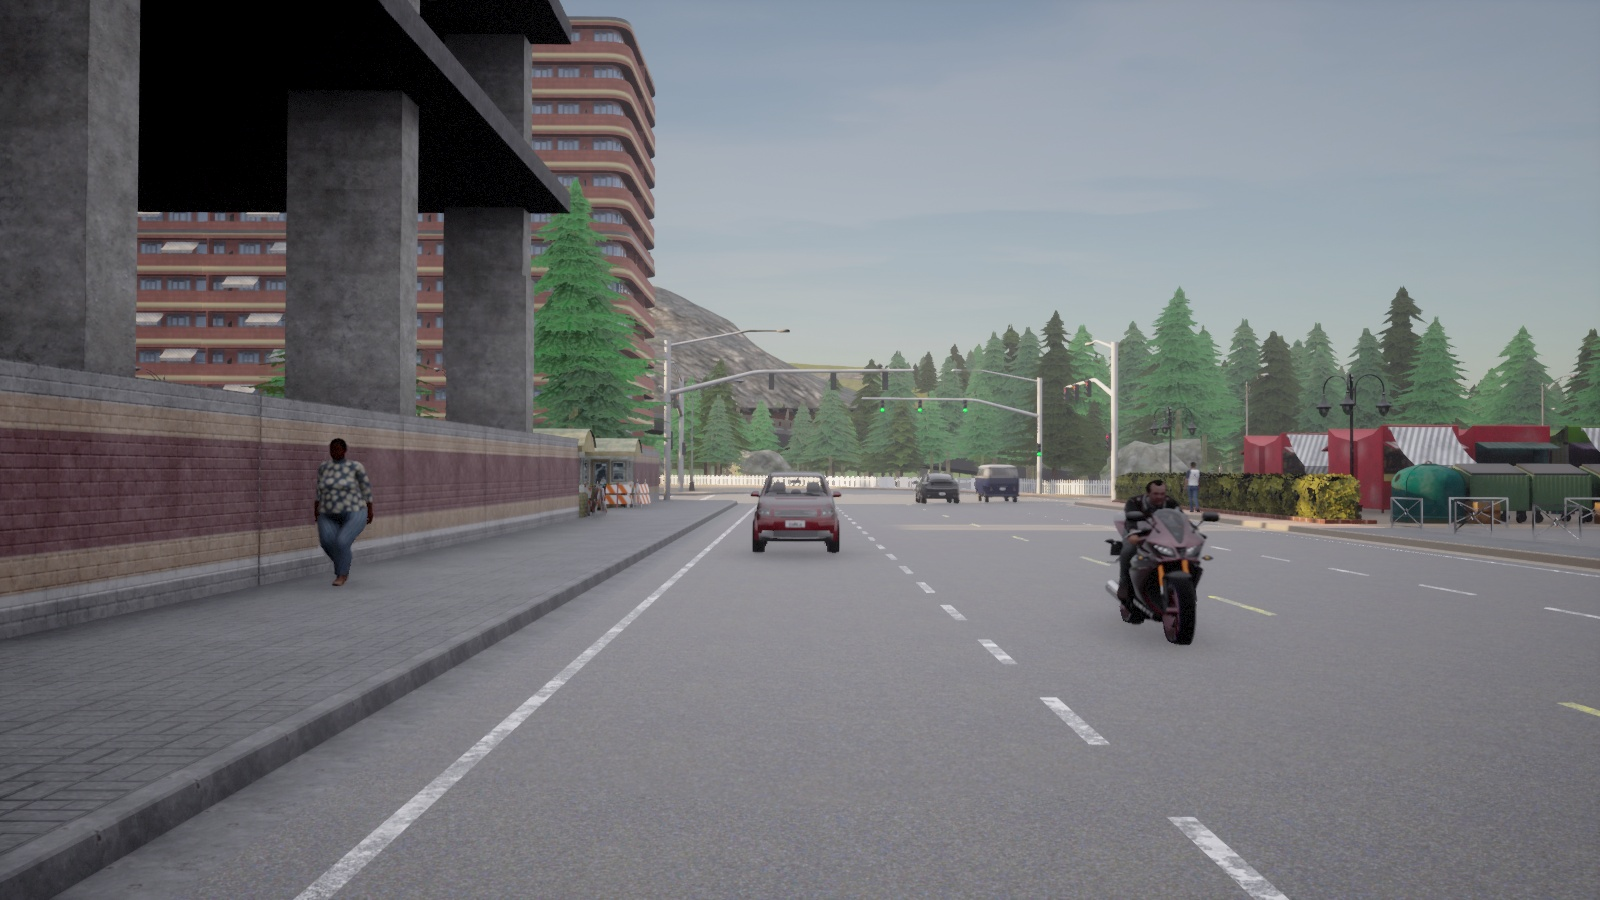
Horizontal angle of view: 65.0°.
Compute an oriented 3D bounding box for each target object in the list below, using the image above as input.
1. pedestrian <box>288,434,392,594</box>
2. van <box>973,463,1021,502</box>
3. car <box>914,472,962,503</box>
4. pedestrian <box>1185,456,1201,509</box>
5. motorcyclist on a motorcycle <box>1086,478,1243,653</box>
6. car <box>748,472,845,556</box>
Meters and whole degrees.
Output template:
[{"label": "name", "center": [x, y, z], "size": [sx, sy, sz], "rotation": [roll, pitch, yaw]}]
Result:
[{"label": "pedestrian", "center": [-5.494, 0.749, 15.035], "size": [0.874, 1.855, 0.900], "rotation": [0, -1, 4]}, {"label": "van", "center": [10.318, 1.669, 66.027], "size": [1.775, 1.987, 4.442], "rotation": [0, -1, 0]}, {"label": "car", "center": [6.828, 1.867, 62.774], "size": [1.837, 1.490, 4.892], "rotation": [0, -2, 0]}, {"label": "pedestrian", "center": [13.746, 1.149, 43.925], "size": [0.354, 1.836, 0.706], "rotation": [0, -1, 0]}, {"label": "motorcyclist on a motorcycle", "center": [3.466, 1.040, 12.172], "size": [0.866, 1.530, 2.191], "rotation": [0, -1, 0]}, {"label": "car", "center": [-0.069, 1.212, 24.962], "size": [1.789, 1.549, 3.705], "rotation": [0, -1, 0]}]
